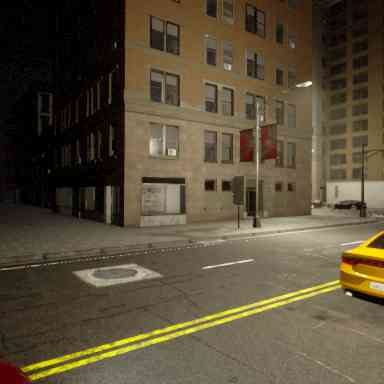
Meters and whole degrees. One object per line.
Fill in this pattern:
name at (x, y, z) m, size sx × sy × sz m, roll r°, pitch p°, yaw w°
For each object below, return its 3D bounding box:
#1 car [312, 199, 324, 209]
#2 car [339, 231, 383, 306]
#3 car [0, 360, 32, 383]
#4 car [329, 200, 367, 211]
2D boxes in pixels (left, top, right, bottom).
car at (15.578, 1.582, 44.937) m, size 2.008 × 1.369 × 4.403 m, roll 0°, pitch 0°, yaw -35°
car at (5.222, 1.478, 7.183) m, size 5.008 × 1.535 × 1.882 m, roll 0°, pitch 0°, yaw -35°
car at (-3.101, 1.526, 1.223) m, size 4.674 × 1.442 × 1.812 m, roll 0°, pitch 0°, yaw -36°
car at (18.854, 1.596, 40.319) m, size 1.947 × 1.339 × 4.313 m, roll 0°, pitch 0°, yaw -35°
